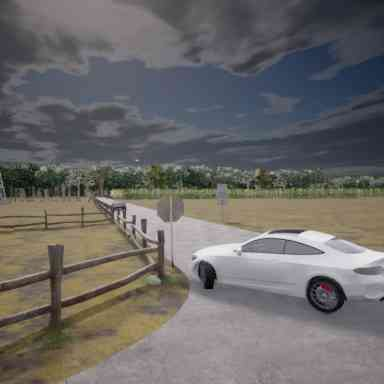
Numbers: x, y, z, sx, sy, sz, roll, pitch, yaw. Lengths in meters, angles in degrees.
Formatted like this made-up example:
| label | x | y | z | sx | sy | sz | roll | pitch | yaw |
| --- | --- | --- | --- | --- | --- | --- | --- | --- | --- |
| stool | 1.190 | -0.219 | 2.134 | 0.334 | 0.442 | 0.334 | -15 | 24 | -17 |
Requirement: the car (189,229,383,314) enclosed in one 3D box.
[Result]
| label | x | y | z | sx | sy | sz | roll | pitch | yaw |
| --- | --- | --- | --- | --- | --- | --- | --- | --- | --- |
| car | 2.061 | 1.618 | 7.836 | 4.674 | 1.442 | 1.812 | -2 | 0 | 38 |

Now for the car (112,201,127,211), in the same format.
| label | x | y | z | sx | sy | sz | roll | pitch | yaw |
| --- | --- | --- | --- | --- | --- | --- | --- | --- | --- |
| car | -10.894 | 1.990 | 49.471 | 2.033 | 1.411 | 5.357 | -2 | 0 | -18 |
